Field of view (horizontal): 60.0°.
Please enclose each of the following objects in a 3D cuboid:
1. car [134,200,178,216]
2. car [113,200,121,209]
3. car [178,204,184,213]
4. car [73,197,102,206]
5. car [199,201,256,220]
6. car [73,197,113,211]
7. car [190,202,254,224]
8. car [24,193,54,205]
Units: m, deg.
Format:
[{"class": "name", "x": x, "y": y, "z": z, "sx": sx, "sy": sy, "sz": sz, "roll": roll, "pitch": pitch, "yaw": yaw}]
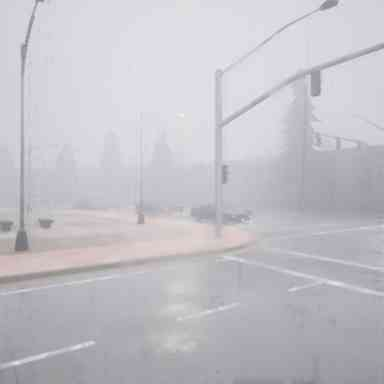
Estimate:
[{"class": "car", "x": -3.926, "y": 1.519, "z": 32.914, "sx": 2.128, "sy": 1.511, "sz": 4.902, "roll": 0, "pitch": 0, "yaw": -39}, {"class": "car", "x": -11.676, "y": 1.534, "z": 44.646, "sx": 4.892, "sy": 1.490, "sz": 1.837, "roll": 0, "pitch": 0, "yaw": 32}, {"class": "car", "x": -2.767, "y": 1.597, "z": 36.919, "sx": 1.994, "sy": 1.385, "sz": 4.181, "roll": 0, "pitch": 0, "yaw": -42}, {"class": "car", "x": -17.404, "y": 1.595, "z": 55.435, "sx": 4.181, "sy": 1.385, "sz": 1.994, "roll": 0, "pitch": 0, "yaw": 22}, {"class": "car", "x": 3.020, "y": 1.581, "z": 29.712, "sx": 2.033, "sy": 1.411, "sz": 5.357, "roll": 0, "pitch": 0, "yaw": -36}, {"class": "car", "x": -12.579, "y": 1.515, "z": 41.055, "sx": 4.902, "sy": 1.511, "sz": 2.128, "roll": 0, "pitch": 0, "yaw": 34}, {"class": "car", "x": 1.963, "y": 1.575, "z": 25.239, "sx": 2.033, "sy": 1.411, "sz": 5.357, "roll": 0, "pitch": 0, "yaw": -36}, {"class": "car", "x": -26.956, "y": 1.242, "z": 58.135, "sx": 5.566, "sy": 2.045, "sz": 2.150, "roll": 0, "pitch": 0, "yaw": 10}]
